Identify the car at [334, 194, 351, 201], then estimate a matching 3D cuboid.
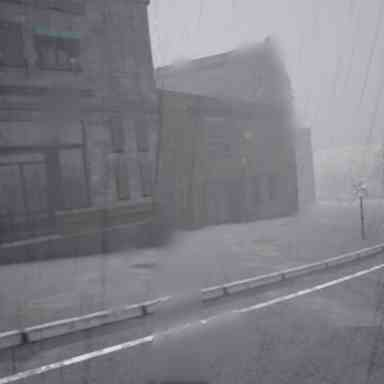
[{"bbox_3d":[29.698,1.187,65.285,1.837,1.490,4.892,-6,-2,-6],"label":"car"}]
